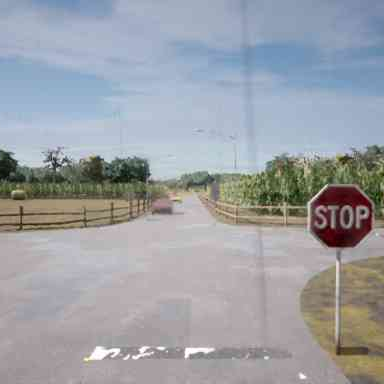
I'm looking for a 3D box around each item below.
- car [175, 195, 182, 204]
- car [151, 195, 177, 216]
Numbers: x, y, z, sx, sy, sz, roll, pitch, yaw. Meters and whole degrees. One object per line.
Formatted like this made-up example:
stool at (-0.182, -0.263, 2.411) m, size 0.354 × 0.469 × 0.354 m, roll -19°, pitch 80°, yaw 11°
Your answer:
car at (-2.795, 1.210, 58.412) m, size 1.882 × 1.535 × 5.008 m, roll 0°, pitch 0°, yaw 0°
car at (-2.789, 1.411, 32.246) m, size 1.882 × 1.535 × 5.008 m, roll 0°, pitch 0°, yaw 0°
